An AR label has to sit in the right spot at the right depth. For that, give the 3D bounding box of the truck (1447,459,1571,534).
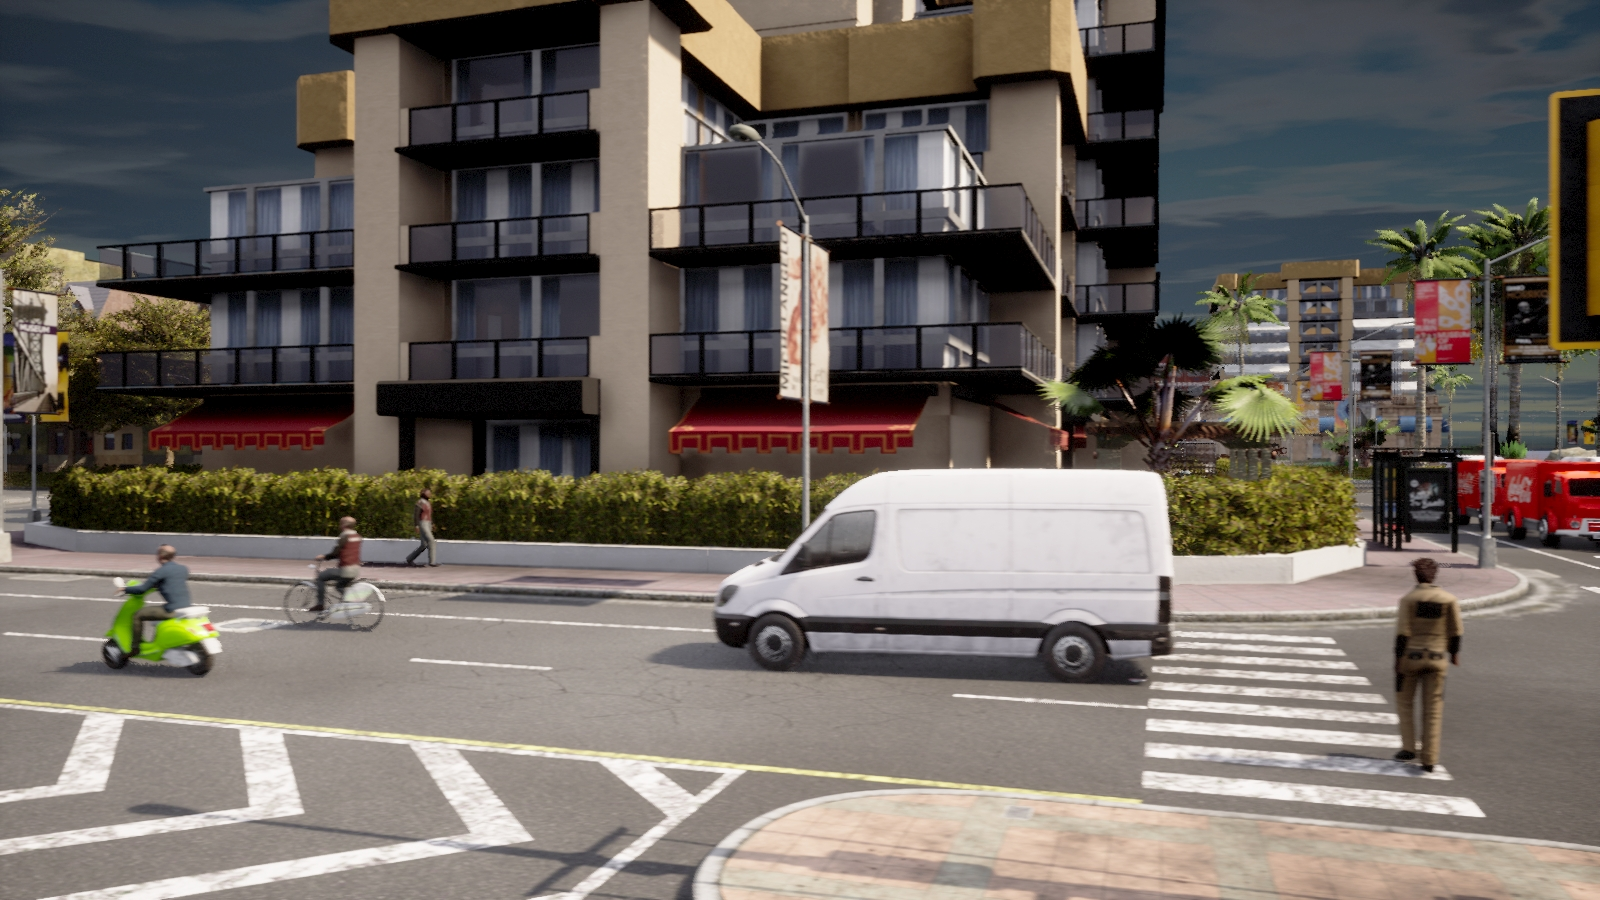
[{"bbox_3d":[25.295,1.569,41.006,2.627,2.467,5.204,0,0,18],"label":"truck"}]

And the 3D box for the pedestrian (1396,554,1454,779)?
[{"bbox_3d":[5.393,1.849,9.874,0.375,1.860,0.375,0,0,18],"label":"pedestrian"}]

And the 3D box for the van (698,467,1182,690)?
[{"bbox_3d":[1.799,1.535,14.999,5.915,2.561,1.988,0,0,12],"label":"van"}]

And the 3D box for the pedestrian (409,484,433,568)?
[{"bbox_3d":[-8.536,1.696,25.747,0.375,1.860,0.375,0,0,15],"label":"pedestrian"}]

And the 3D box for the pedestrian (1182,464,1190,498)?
[{"bbox_3d":[21.109,1.698,62.448,0.375,1.860,0.375,0,0,13],"label":"pedestrian"}]

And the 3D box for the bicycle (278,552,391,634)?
[{"bbox_3d":[-7.267,2.211,17.819,1.835,1.171,0.329,0,0,17],"label":"bicycle"}]

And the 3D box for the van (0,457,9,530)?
[{"bbox_3d":[-29.823,1.534,38.027,1.988,2.561,5.915,0,0,14],"label":"van"}]

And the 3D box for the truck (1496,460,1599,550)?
[{"bbox_3d":[23.157,1.567,34.405,2.627,2.467,5.204,0,0,18],"label":"truck"}]

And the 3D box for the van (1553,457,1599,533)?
[{"bbox_3d":[28.851,1.536,40.575,1.988,2.561,5.915,0,0,18],"label":"van"}]
